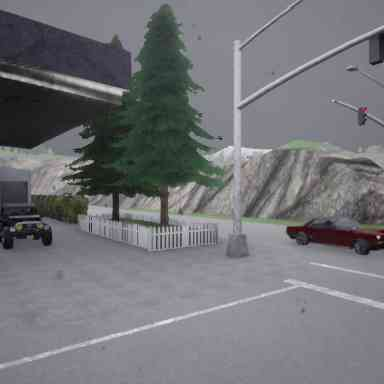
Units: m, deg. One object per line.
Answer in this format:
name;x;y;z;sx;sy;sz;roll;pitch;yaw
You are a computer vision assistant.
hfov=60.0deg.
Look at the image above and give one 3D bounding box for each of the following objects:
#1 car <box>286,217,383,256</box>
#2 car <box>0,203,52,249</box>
car;6.318;1.756;14.115;1.895;1.301;4.718;0;-2;-28
car;-8.047;1.505;15.803;1.905;1.878;3.866;0;0;-37
